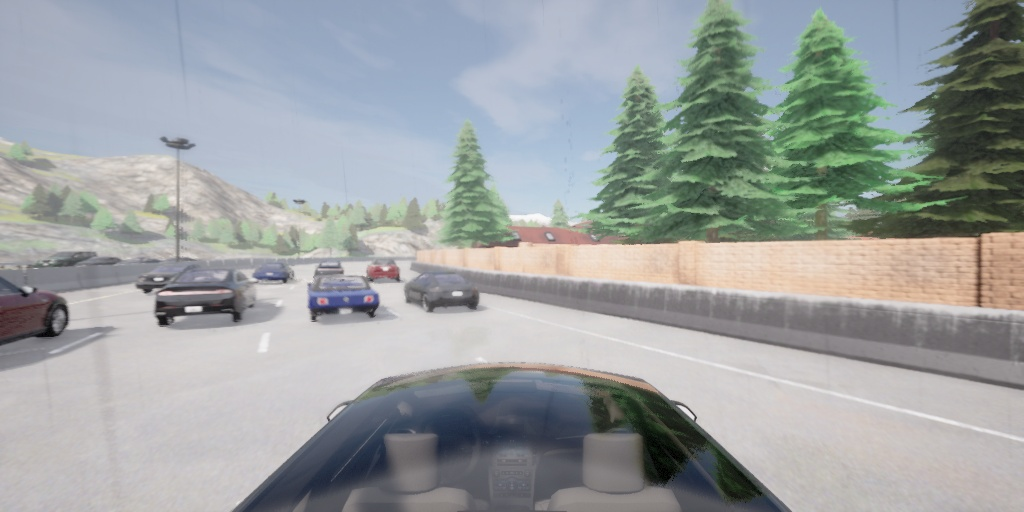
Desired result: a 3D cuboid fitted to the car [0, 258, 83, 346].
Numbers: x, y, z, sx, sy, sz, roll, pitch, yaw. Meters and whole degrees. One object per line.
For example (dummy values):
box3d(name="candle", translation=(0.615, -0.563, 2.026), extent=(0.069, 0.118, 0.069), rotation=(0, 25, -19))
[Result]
box3d(name="car", translation=(-10.686, 1.006, 6.604), extent=(2.097, 1.767, 4.553), rotation=(0, 0, -31))

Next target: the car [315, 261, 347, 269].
box3d(name="car", translation=(-12.993, 1.077, 25.753), extent=(2.128, 1.511, 4.902), rotation=(0, 0, -25))

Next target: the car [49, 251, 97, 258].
box3d(name="car", translation=(-47.840, 0.498, 38.860), extent=(2.150, 2.045, 5.566), rotation=(0, 0, -16))

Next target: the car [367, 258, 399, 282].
box3d(name="car", translation=(-9.743, 0.956, 27.074), extent=(2.097, 1.767, 4.553), rotation=(0, 0, -25))

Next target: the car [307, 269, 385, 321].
box3d(name="car", translation=(-5.849, 1.277, 12.163), extent=(1.895, 1.301, 4.718), rotation=(0, 0, -30))

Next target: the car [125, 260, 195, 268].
box3d(name="car", translation=(-17.585, 1.114, 19.012), extent=(2.033, 1.411, 5.357), rotation=(0, 0, -26))

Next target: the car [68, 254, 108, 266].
box3d(name="car", translation=(-44.116, 0.812, 38.599), extent=(1.837, 1.490, 4.892), rotation=(0, 0, -16))

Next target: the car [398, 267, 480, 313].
box3d(name="car", translation=(-2.866, 1.257, 14.006), extent=(1.994, 1.385, 4.181), rotation=(0, 0, -30))

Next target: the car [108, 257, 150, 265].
box3d(name="car", translation=(-40.663, 0.824, 39.240), extent=(2.128, 1.511, 4.902), rotation=(0, 0, -17))

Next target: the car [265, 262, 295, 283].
box3d(name="car", translation=(-16.490, 1.123, 25.000), extent=(1.994, 1.385, 4.181), rotation=(0, 0, -24))

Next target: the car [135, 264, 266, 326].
box3d(name="car", translation=(-9.391, 1.143, 11.322), extent=(2.128, 1.511, 4.902), rotation=(0, 0, -30))

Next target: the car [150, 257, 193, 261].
box3d(name="car", translation=(-37.205, 0.862, 39.887), extent=(1.837, 1.490, 4.892), rotation=(0, 0, -17))
